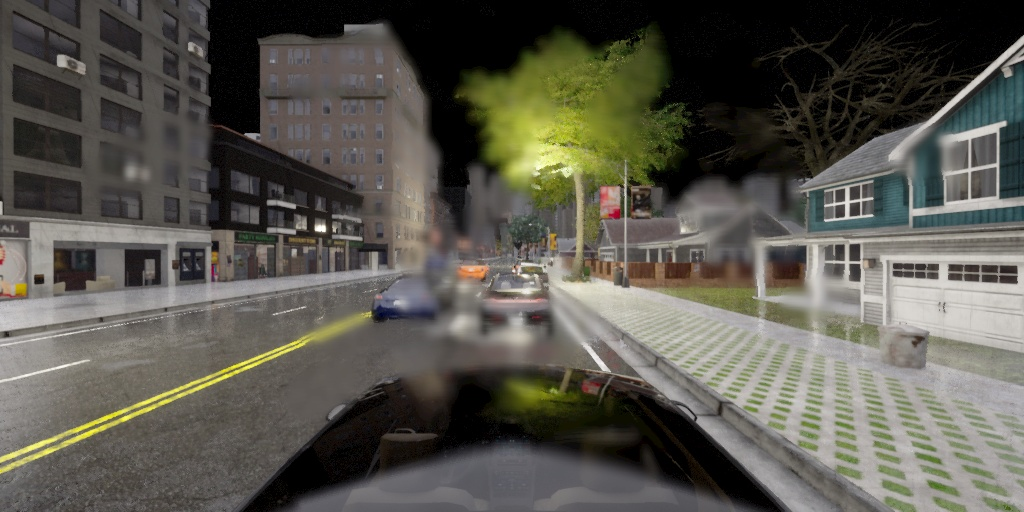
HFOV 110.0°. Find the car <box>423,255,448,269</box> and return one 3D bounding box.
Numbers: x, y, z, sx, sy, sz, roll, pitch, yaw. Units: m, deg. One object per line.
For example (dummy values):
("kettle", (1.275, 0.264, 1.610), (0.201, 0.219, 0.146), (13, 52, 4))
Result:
("car", (-9.668, 0.927, 45.778), (2.150, 2.045, 5.566), (0, 0, 0))

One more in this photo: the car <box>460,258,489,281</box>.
("car", (-3.030, 1.076, 29.291), (2.097, 1.767, 4.553), (0, 0, 0))

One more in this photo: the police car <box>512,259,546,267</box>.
("police car", (1.053, 1.160, 20.597), (1.930, 1.638, 5.238), (0, 0, 0))

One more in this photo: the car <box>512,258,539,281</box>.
("car", (1.094, 1.074, 30.457), (2.097, 1.767, 4.553), (0, 0, 0))

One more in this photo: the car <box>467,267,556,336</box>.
("car", (0.134, 1.237, 10.348), (2.128, 1.511, 4.902), (0, 0, 0))

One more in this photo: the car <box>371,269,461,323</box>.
("car", (-3.108, 1.308, 12.094), (1.994, 1.385, 4.181), (0, 0, 0))
